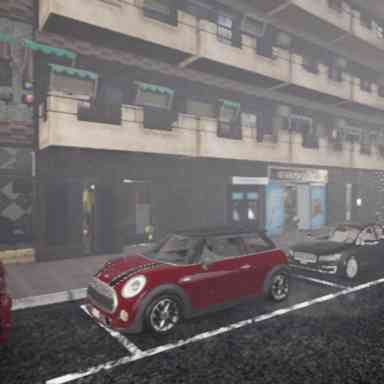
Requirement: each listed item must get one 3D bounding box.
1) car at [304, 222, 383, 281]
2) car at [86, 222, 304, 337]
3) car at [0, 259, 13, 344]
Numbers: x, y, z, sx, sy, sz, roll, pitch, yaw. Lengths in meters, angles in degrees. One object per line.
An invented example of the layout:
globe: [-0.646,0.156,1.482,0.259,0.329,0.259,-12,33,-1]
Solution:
car: [4.695,1.594,9.915,4.403,1.369,2.008,0,-1,-36]
car: [0.057,1.457,6.607,4.097,1.590,1.967,0,-1,-36]
car: [-4.581,1.307,3.299,5.009,1.841,2.192,0,-1,-36]
